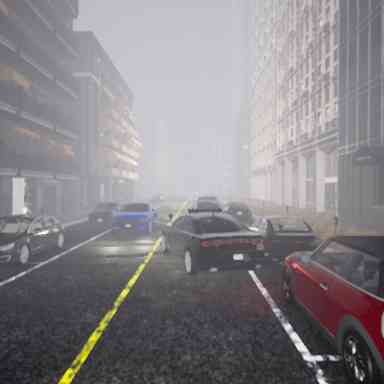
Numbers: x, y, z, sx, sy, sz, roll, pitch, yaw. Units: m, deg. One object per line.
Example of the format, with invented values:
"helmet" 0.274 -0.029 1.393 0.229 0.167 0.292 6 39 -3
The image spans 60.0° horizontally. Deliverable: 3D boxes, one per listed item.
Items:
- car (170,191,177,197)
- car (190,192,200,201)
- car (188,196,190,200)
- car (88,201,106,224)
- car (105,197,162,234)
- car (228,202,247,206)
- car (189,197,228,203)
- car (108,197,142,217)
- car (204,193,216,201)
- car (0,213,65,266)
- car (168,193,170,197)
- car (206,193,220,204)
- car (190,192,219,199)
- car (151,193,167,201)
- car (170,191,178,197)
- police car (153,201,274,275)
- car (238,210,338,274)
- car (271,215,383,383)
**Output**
"car" -4.951 0.580 84.287 2.008 1.369 4.403 0 1 1
"car" 0.542 0.804 61.725 1.812 1.442 4.674 0 1 1
"car" 0.441 0.961 47.951 1.812 1.442 4.674 0 0 1
"car" -5.499 1.300 22.159 1.947 1.339 4.313 0 1 1
"car" -2.946 1.261 17.913 1.882 1.535 5.008 0 1 1
"car" 2.882 1.299 22.086 1.947 1.339 4.313 0 1 1
"car" 0.958 1.259 20.334 1.837 1.490 4.892 0 1 2
"car" -5.450 1.195 27.637 1.752 1.417 4.829 0 1 1
"car" 3.230 0.830 61.621 2.008 1.369 4.403 0 1 1
"car" -5.598 1.419 10.863 2.008 1.369 4.403 0 1 1
"car" -5.199 0.926 56.047 1.802 1.307 4.206 0 1 1
"car" 3.131 0.952 50.324 1.887 1.381 4.507 0 1 1
"car" 1.129 1.036 26.281 2.097 1.767 4.553 0 1 1
"car" -5.249 0.848 50.397 1.967 1.590 4.097 0 1 1
"car" -4.900 0.519 89.935 2.008 1.369 4.403 0 1 1
"police car" 0.336 1.299 10.307 1.930 1.638 5.238 0 1 -17
"car" 2.782 1.418 10.790 2.008 1.369 4.403 0 1 1
"car" 2.733 1.375 5.139 1.967 1.590 4.097 0 1 1
